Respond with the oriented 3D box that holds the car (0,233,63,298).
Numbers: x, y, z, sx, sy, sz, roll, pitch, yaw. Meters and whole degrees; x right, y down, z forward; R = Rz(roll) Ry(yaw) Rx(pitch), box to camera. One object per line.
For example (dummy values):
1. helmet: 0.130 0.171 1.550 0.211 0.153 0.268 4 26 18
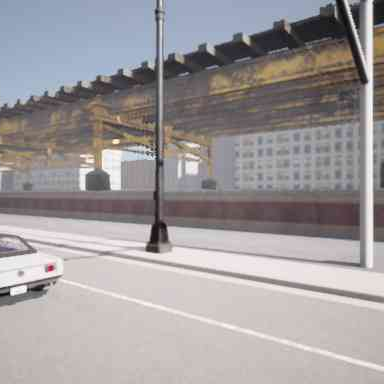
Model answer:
1. car: -5.156 1.632 7.830 4.718 1.301 1.895 0 0 37
